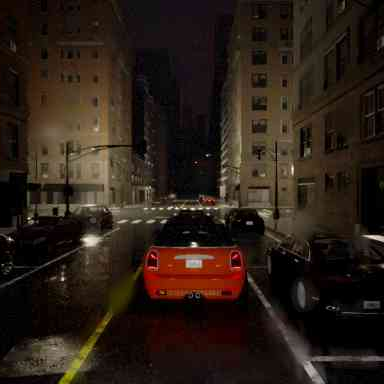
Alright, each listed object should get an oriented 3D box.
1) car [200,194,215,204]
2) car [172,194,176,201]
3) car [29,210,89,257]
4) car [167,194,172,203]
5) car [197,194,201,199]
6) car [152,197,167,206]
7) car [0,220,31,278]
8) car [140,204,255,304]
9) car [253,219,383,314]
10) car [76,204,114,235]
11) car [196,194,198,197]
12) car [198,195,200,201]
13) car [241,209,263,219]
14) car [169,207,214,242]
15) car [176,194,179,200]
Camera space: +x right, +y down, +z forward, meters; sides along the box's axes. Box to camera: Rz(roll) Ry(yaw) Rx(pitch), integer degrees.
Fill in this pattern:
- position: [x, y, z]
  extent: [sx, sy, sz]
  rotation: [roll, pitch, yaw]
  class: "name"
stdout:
- position: [2.827, 1.475, 55.540]
  extent: [1.967, 1.590, 4.097]
  rotation: [0, 0, 0]
  class: "car"
- position: [-5.680, 1.625, 82.416]
  extent: [1.752, 1.417, 4.829]
  rotation: [0, 0, 0]
  class: "car"
- position: [-5.684, 1.582, 12.939]
  extent: [1.802, 1.307, 4.206]
  rotation: [0, 0, 0]
  class: "car"
- position: [-5.690, 1.606, 66.361]
  extent: [2.008, 1.369, 4.403]
  rotation: [0, 0, 0]
  class: "car"
- position: [2.841, 1.523, 77.176]
  extent: [1.967, 1.590, 4.097]
  rotation: [0, 0, 0]
  class: "car"
- position: [-5.697, 1.617, 55.544]
  extent: [1.802, 1.307, 4.206]
  rotation: [0, 0, 0]
  class: "car"
- position: [-5.677, 1.566, 7.438]
  extent: [1.947, 1.339, 4.313]
  rotation: [0, 0, 0]
  class: "car"
- position: [0.054, 1.352, 8.309]
  extent: [2.097, 1.767, 4.553]
  rotation: [0, 0, 0]
  class: "car"
- position: [2.848, 1.550, 7.448]
  extent: [2.008, 1.369, 4.403]
  rotation: [0, 0, 0]
  class: "car"
- position: [-5.690, 1.440, 18.441]
  extent: [1.967, 1.590, 4.097]
  rotation: [0, 0, 0]
  class: "car"
- position: [2.848, 1.559, 87.994]
  extent: [1.967, 1.590, 4.097]
  rotation: [0, 0, 0]
  class: "car"
- position: [2.835, 1.605, 66.358]
  extent: [2.008, 1.369, 4.403]
  rotation: [0, 0, 0]
  class: "car"
- position: [2.836, 1.566, 18.450]
  extent: [1.947, 1.339, 4.313]
  rotation: [0, 0, 0]
  class: "car"
- position: [-0.015, 1.564, 16.963]
  extent: [1.994, 1.385, 4.181]
  rotation: [0, 0, 0]
  class: "car"
- position: [-5.673, 1.455, 93.404]
  extent: [2.192, 1.841, 5.009]
  rotation: [0, 0, 0]
  class: "car"
